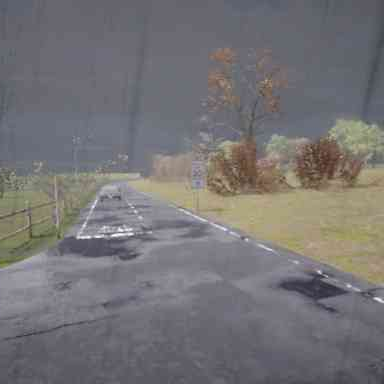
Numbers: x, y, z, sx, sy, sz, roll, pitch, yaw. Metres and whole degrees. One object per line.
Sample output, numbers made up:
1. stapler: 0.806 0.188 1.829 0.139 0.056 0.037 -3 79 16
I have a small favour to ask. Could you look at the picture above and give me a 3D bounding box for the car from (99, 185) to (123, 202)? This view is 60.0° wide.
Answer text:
1. car: -7.705 0.087 31.406 1.812 1.442 4.674 -3 3 -14
